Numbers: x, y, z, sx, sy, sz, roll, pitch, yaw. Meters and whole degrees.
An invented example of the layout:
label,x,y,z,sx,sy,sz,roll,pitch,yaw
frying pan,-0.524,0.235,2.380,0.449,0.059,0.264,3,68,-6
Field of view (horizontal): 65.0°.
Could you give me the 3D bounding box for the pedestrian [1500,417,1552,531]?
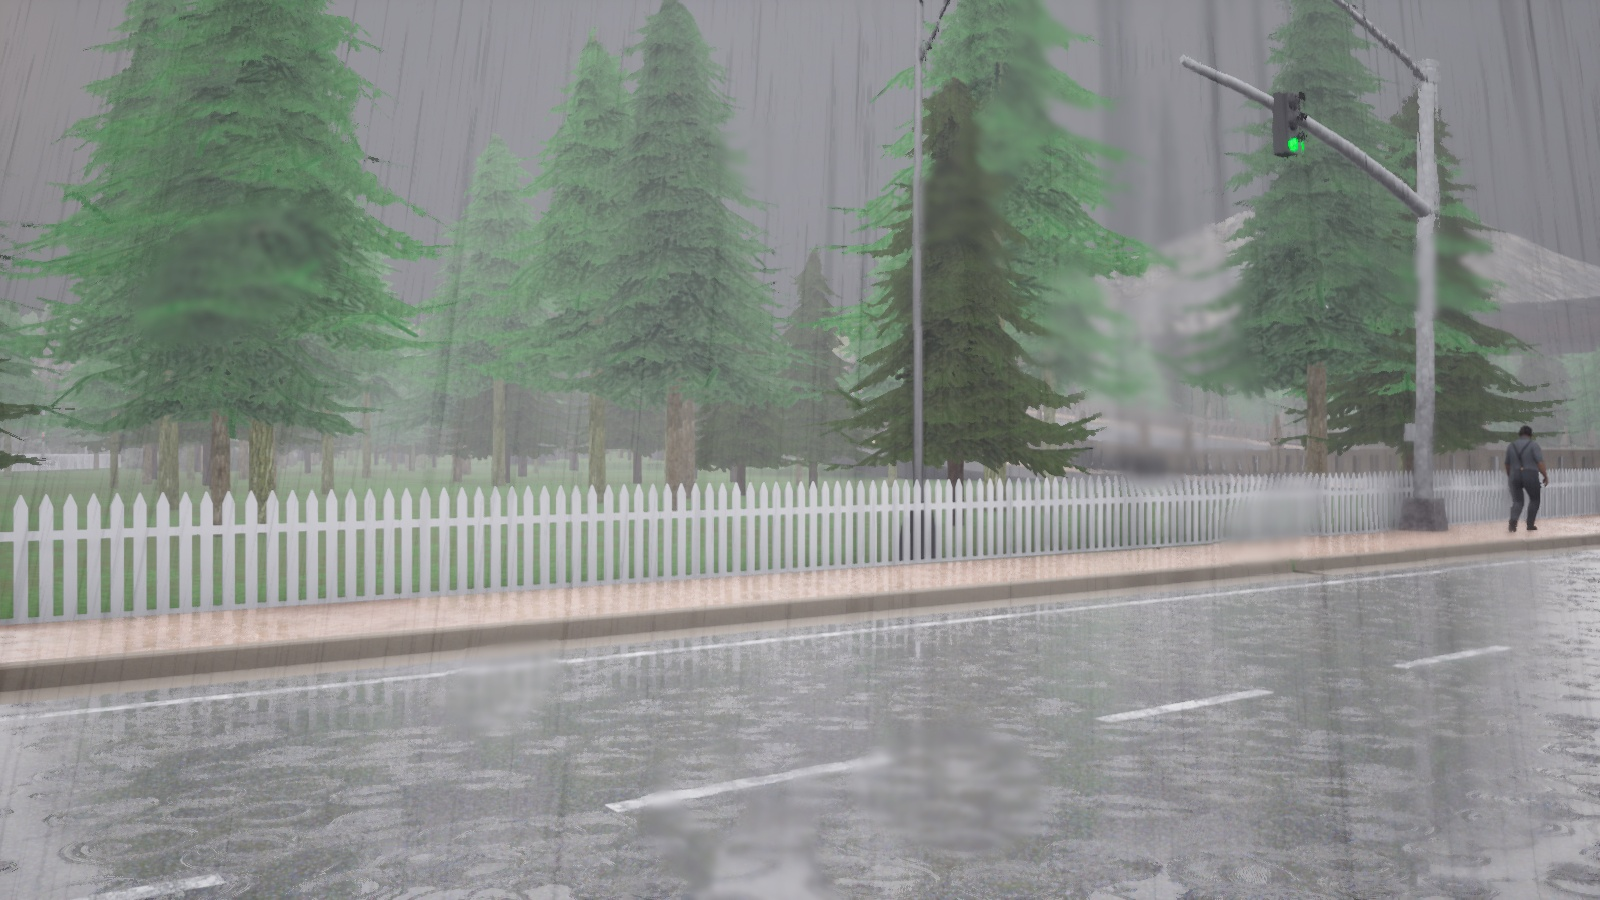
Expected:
label,x,y,z,sx,sy,sz,roll,pitch,yaw
pedestrian,11.989,0.385,20.728,0.694,1.848,0.540,0,0,-41
